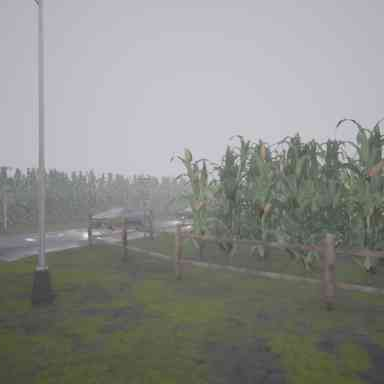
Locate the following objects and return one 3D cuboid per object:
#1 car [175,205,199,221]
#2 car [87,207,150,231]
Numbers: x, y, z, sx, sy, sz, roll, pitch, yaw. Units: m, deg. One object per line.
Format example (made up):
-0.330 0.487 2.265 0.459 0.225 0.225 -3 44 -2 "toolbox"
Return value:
0.815 1.736 29.347 2.033 1.411 5.357 -1 -1 36 "car"
-4.710 1.688 21.822 1.994 1.385 4.181 -1 -1 37 "car"
